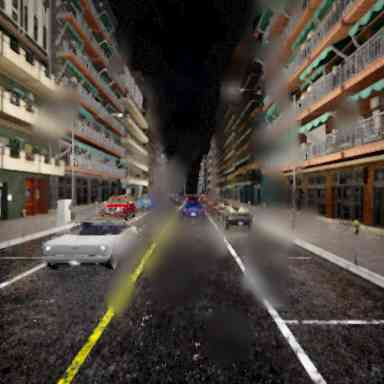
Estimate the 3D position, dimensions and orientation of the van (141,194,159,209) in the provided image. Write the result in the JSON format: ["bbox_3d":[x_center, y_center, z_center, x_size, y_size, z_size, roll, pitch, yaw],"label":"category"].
[{"bbox_3d":[-5.689,1.205,43.255,1.690,1.788,3.998,0,0,0],"label":"van"}]

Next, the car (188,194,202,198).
[{"bbox_3d":[0.103,1.385,45.702,1.812,1.442,4.674,0,0,0],"label":"car"}]

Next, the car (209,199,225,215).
[{"bbox_3d":[2.692,1.465,26.248,2.008,1.369,4.403,0,0,0],"label":"car"}]

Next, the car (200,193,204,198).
[{"bbox_3d":[2.691,1.286,54.554,1.967,1.590,4.097,0,0,0],"label":"car"}]

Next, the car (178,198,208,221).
[{"bbox_3d":[0.100,1.438,26.548,1.812,1.442,4.674,0,0,0],"label":"car"}]

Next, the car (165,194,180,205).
[{"bbox_3d":[-2.998,1.423,55.975,2.033,1.411,5.357,0,0,0],"label":"car"}]

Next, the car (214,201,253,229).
[{"bbox_3d":[2.691,1.483,20.586,2.008,1.369,4.403,0,0,0],"label":"car"}]

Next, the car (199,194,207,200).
[{"bbox_3d":[2.691,1.344,83.035,1.752,1.417,4.829,0,0,0],"label":"car"}]

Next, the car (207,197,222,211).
[{"bbox_3d":[2.691,1.440,31.911,1.887,1.381,4.507,0,0,0],"label":"car"}]

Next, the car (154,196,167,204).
[{"bbox_3d":[-5.689,1.385,60.239,1.887,1.381,4.507,0,0,0],"label":"car"}]

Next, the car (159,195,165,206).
[{"bbox_3d":[-5.690,1.170,48.915,2.192,1.841,5.009,0,0,0],"label":"car"}]

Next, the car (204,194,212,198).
[{"bbox_3d":[2.691,1.319,37.571,1.967,1.590,4.097,0,0,0],"label":"car"}]

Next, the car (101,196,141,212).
[{"bbox_3d":[-5.689,1.229,26.269,2.192,1.841,5.009,0,0,0],"label":"car"}]

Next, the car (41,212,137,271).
[{"bbox_3d":[-3.100,1.565,11.000,1.895,1.301,4.718,0,0,0],"label":"car"}]

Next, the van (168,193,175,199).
[{"bbox_3d":[-5.690,1.161,94.212,1.690,1.788,3.998,0,0,0],"label":"van"}]

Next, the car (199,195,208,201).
[{"bbox_3d":[2.691,1.367,77.207,1.887,1.381,4.507,0,0,0],"label":"car"}]

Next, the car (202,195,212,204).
[{"bbox_3d":[2.691,1.365,60.386,1.752,1.417,4.829,0,0,0],"label":"car"}]
